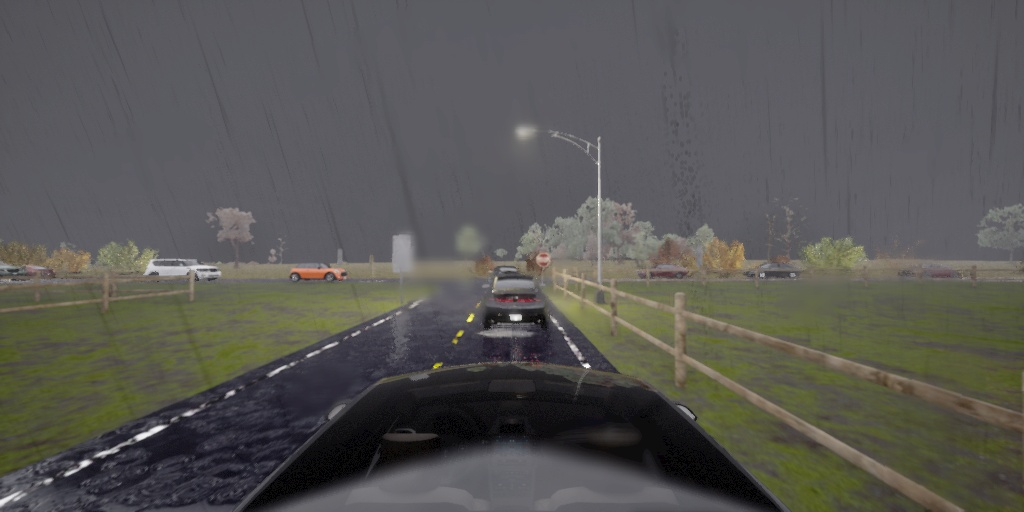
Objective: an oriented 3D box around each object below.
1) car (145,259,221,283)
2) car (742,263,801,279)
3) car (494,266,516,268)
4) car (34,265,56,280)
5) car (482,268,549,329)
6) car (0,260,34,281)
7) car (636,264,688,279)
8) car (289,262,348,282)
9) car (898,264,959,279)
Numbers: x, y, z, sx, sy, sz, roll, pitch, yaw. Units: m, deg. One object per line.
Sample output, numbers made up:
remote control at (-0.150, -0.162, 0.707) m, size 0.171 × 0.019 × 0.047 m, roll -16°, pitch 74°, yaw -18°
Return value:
car at (-29.143, 1.260, 31.826) m, size 5.566 × 2.045 × 2.150 m, roll 0°, pitch 0°, yaw 0°
car at (24.796, 1.420, 34.331) m, size 4.892 × 1.490 × 1.837 m, roll 0°, pitch 0°, yaw 1°
car at (-0.545, 1.420, 25.320) m, size 1.837 × 1.490 × 4.892 m, roll 1°, pitch 0°, yaw -10°
car at (-47.291, 1.636, 34.874) m, size 4.674 × 1.442 × 1.812 m, roll 0°, pitch 0°, yaw 1°
car at (0.102, 1.324, 11.583) m, size 1.837 × 1.490 × 4.892 m, roll 0°, pitch 0°, yaw 0°
car at (-47.071, 1.315, 32.029) m, size 5.566 × 2.045 × 2.150 m, roll 0°, pitch 0°, yaw 1°
car at (14.362, 1.462, 34.419) m, size 4.674 × 1.442 × 1.812 m, roll 0°, pitch 0°, yaw 0°
car at (-16.993, 1.353, 31.726) m, size 4.553 × 1.767 × 2.097 m, roll 0°, pitch 0°, yaw 1°
car at (39.614, 1.459, 34.187) m, size 4.181 × 1.385 × 1.994 m, roll 0°, pitch 0°, yaw 1°
